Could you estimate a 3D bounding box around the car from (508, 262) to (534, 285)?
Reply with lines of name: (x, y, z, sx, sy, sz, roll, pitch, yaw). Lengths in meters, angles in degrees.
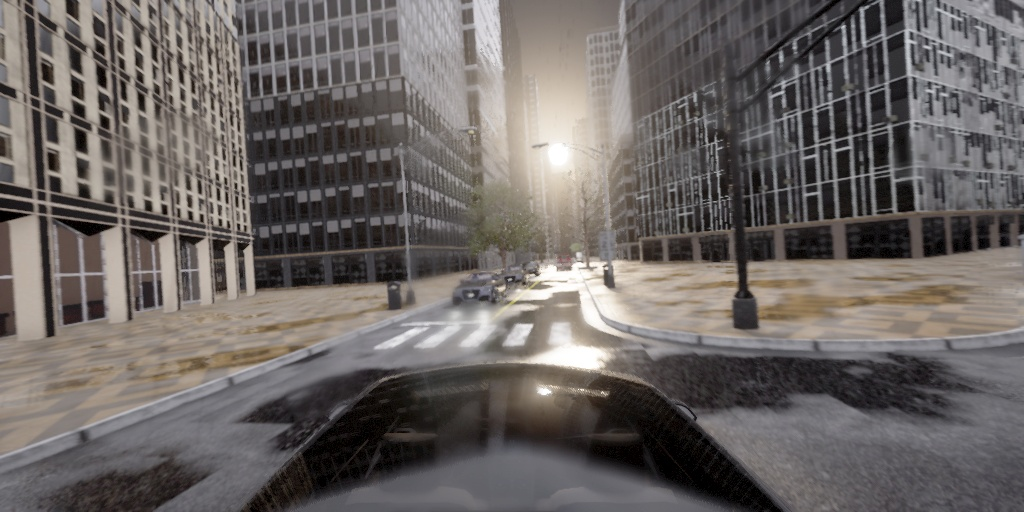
car: (0.199, 1.439, 27.050, 1.994, 1.385, 4.181, -4, 0, 10)

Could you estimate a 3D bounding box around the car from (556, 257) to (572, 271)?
car: (6.766, 1.186, 47.113, 1.895, 1.301, 4.718, -4, 0, 9)

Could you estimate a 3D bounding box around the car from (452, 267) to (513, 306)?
car: (-1.431, 1.487, 17.244, 1.994, 1.385, 4.181, -4, 0, 9)

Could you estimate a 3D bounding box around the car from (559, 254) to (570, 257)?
car: (8.351, 0.770, 56.924, 2.150, 2.045, 5.566, -4, 0, 9)

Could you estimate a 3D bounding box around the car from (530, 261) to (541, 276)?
car: (1.909, 1.333, 37.326, 1.837, 1.490, 4.892, -4, 0, 9)
